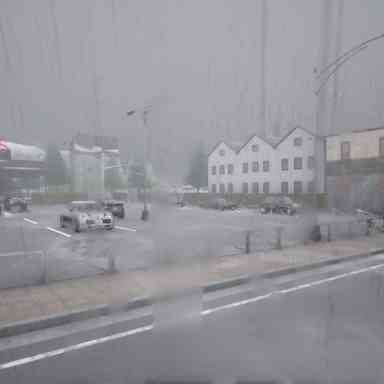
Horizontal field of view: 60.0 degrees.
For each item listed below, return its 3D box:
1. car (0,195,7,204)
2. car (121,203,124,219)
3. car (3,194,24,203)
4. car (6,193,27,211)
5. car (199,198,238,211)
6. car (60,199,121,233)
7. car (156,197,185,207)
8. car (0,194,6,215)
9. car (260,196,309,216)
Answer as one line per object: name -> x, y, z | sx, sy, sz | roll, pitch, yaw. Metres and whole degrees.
car -> -39.496, 1.498, 65.892 | 4.611, 1.667, 2.242 | 0, 0, -36
car -> -6.753, 1.317, 25.531 | 2.007, 1.523, 4.514 | 0, 0, -36
car -> -39.268, 1.332, 73.021 | 3.866, 1.878, 1.905 | 0, 0, -36
car -> -20.137, 1.094, 37.936 | 1.905, 1.878, 3.866 | 0, 0, -36
car -> 2.923, 1.380, 38.361 | 2.033, 1.411, 5.357 | 0, 0, -36
car -> -5.625, 1.250, 17.668 | 1.970, 1.475, 3.806 | 0, 0, -36
car -> -3.080, 1.380, 46.856 | 2.033, 1.411, 5.357 | 0, 0, -35
car -> -18.226, 1.114, 29.626 | 1.932, 1.855, 4.605 | 0, 0, -36
car -> 8.457, 1.185, 30.594 | 2.097, 1.767, 4.553 | 0, 0, -35
